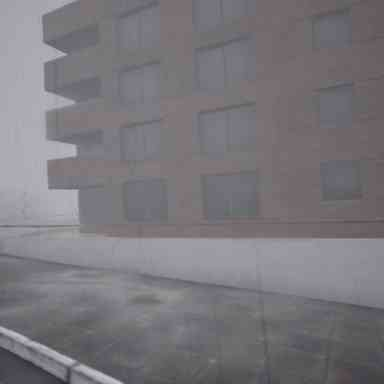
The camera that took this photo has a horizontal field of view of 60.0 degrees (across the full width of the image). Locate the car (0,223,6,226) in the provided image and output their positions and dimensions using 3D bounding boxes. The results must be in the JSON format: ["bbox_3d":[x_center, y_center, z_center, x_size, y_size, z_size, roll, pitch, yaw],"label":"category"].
[{"bbox_3d":[-38.128,7.037,61.759,5.366,1.575,1.946,-2,-7,6],"label":"car"}]

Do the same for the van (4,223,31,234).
[{"bbox_3d":[-35.173,7.412,67.164,4.442,1.987,1.878,-2,-7,6],"label":"van"}]

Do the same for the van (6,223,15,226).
[{"bbox_3d":[-36.502,7.108,64.459,4.442,1.987,1.878,-2,-7,6],"label":"van"}]
